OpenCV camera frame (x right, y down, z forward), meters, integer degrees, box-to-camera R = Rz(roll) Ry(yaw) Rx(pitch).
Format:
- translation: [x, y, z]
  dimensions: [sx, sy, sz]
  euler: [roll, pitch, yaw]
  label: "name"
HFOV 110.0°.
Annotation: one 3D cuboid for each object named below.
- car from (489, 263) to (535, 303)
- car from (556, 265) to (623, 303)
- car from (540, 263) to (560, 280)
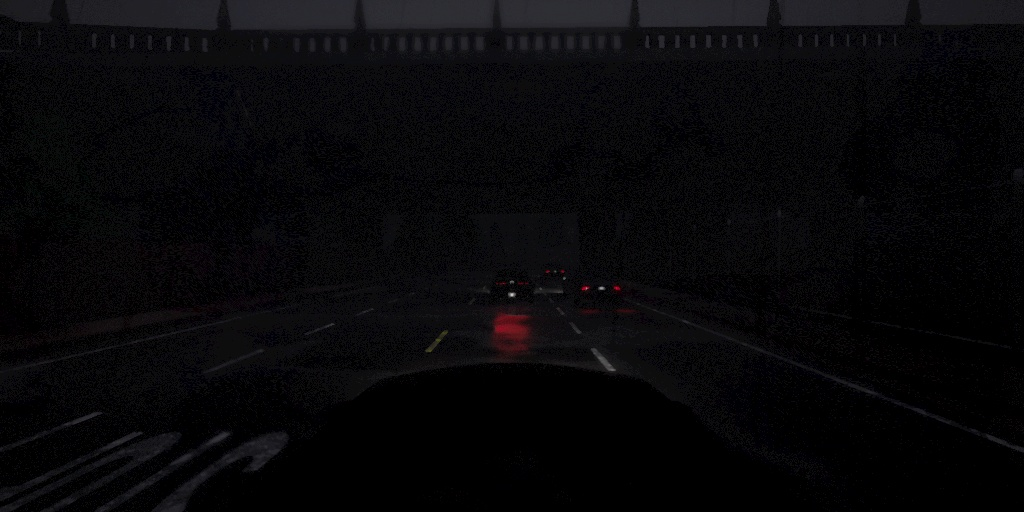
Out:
- translation: [0.000, 1.266, 16.500]
  dimensions: [1.837, 1.490, 4.892]
  euler: [0, 0, 0]
  label: "car"
- translation: [3.500, 1.313, 16.500]
  dimensions: [2.033, 1.411, 5.357]
  euler: [0, 0, 0]
  label: "car"
- translation: [3.500, 1.313, 31.500]
  dimensions: [2.033, 1.411, 5.357]
  euler: [0, 0, 0]
  label: "car"
